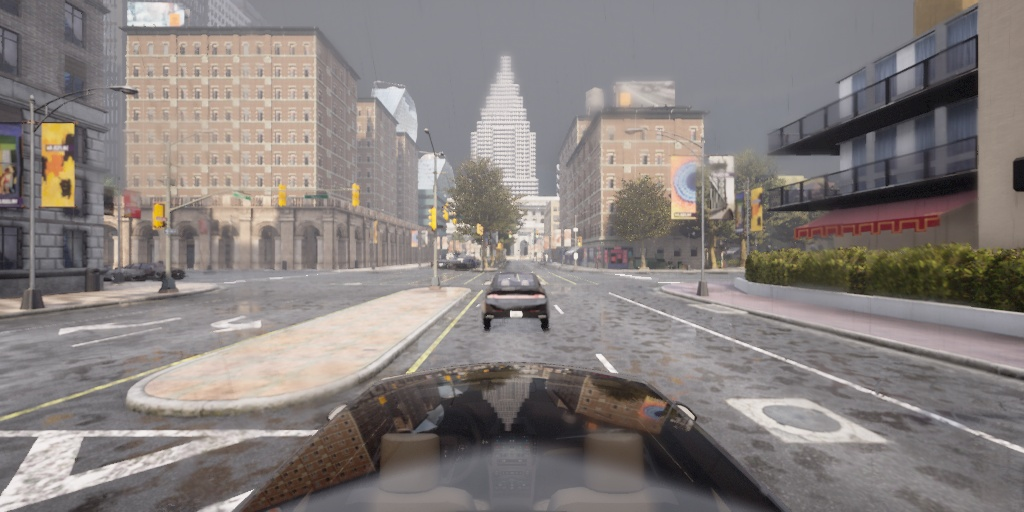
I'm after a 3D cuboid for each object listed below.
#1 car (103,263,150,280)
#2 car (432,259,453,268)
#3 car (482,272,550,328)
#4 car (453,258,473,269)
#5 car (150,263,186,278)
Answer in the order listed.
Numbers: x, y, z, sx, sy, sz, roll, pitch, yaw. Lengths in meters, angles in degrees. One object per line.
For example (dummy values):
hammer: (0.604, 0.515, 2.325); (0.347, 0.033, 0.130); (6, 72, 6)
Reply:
car: (-33.826, 1.373, 29.997); (4.718, 1.301, 1.895); (0, 0, 0)
car: (-11.514, 1.289, 60.509); (2.128, 1.511, 4.902); (0, 0, 0)
car: (0.106, 1.250, 11.474); (2.128, 1.511, 4.902); (0, 0, 0)
car: (-8.024, 1.397, 59.062); (1.895, 1.301, 4.718); (0, 0, 0)
car: (-33.849, 1.323, 33.495); (5.357, 1.411, 2.033); (0, 0, 0)
